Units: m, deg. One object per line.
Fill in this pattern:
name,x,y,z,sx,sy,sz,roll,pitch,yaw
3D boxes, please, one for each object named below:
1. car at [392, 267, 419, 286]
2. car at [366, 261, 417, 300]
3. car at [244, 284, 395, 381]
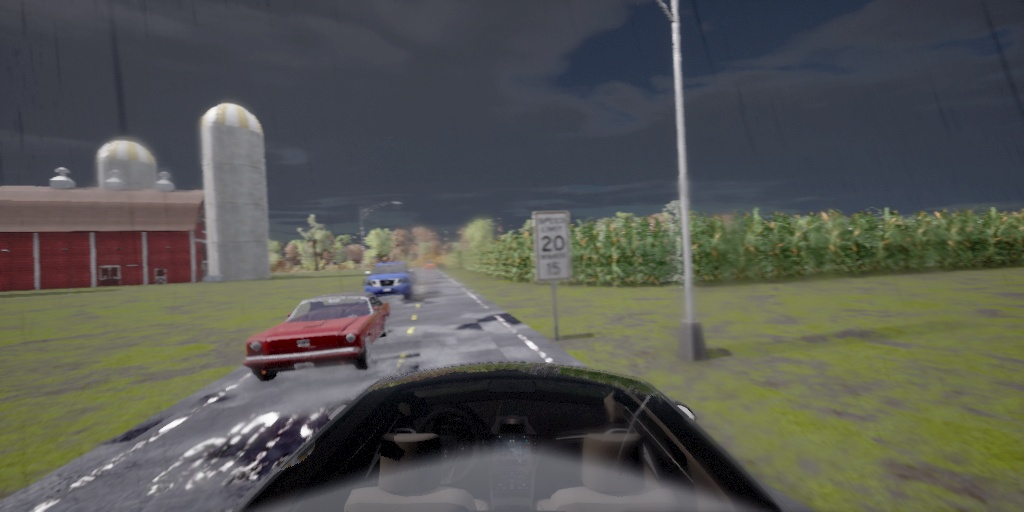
car,-9.839,1.850,33.465,2.033,1.411,5.357,-3,0,-13
car,-6.706,1.343,20.043,2.150,2.045,5.566,-3,0,-14
car,-3.967,1.561,8.149,1.895,1.301,4.718,-3,0,-13
